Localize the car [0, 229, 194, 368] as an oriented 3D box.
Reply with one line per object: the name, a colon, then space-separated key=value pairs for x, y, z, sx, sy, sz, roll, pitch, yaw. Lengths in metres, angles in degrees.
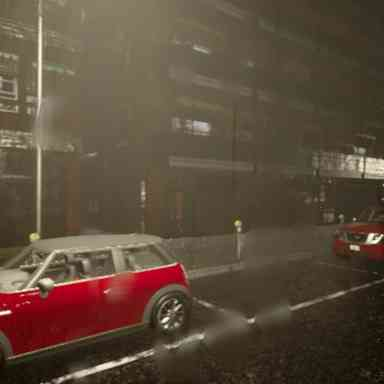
car: x=-2.048 y=1.446 z=5.097 sx=4.097 sy=1.590 sz=1.967 roll=0 pitch=0 yaw=-36

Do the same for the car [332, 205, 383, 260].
car: x=6.972 y=1.381 z=11.532 sx=5.009 sy=1.841 sz=2.192 roll=0 pitch=0 yaw=-36
